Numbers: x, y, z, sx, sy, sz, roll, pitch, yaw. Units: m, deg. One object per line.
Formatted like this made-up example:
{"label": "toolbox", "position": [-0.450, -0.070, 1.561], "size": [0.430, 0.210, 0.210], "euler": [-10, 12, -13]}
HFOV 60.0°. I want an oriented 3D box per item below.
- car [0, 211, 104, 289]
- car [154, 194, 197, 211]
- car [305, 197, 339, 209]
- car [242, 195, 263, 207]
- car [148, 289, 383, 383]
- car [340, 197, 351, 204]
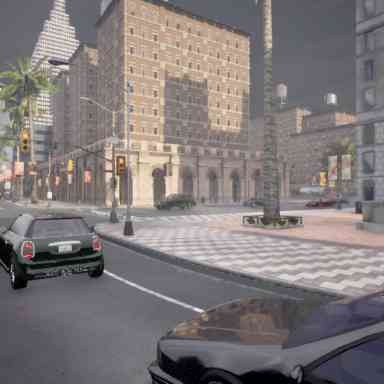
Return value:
{"label": "car", "position": [-4.247, 1.352, 9.553], "size": [2.097, 1.767, 4.553], "euler": [0, 0, -36]}
{"label": "car", "position": [-2.037, 1.221, 41.942], "size": [5.566, 2.045, 2.150], "euler": [0, 0, -33]}
{"label": "car", "position": [18.026, 1.601, 46.456], "size": [4.718, 1.301, 1.895], "euler": [0, 0, -33]}
{"label": "car", "position": [9.686, 1.502, 49.603], "size": [4.892, 1.490, 1.837], "euler": [-1, 1, -33]}
{"label": "car", "position": [2.135, 1.547, 2.552], "size": [5.357, 1.411, 2.033], "euler": [0, 0, 37]}
{"label": "car", "position": [26.931, 1.547, 60.911], "size": [5.357, 1.411, 2.033], "euler": [0, 0, -34]}
